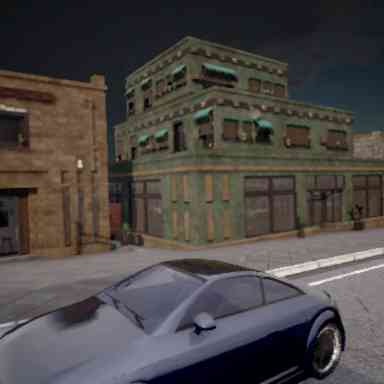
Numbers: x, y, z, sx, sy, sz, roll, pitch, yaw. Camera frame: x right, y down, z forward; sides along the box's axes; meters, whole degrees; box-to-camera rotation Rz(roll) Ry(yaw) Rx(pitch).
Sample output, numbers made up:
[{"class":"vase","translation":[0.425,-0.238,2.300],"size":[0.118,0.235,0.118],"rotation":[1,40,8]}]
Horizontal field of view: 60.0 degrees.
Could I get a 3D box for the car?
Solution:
[{"class":"car","translation":[-0.058,1.563,3.947],"size":[4.181,1.385,1.994],"rotation":[0,0,-35]}]
